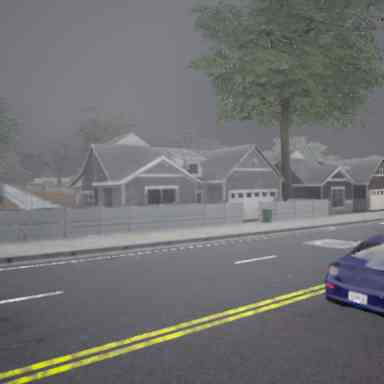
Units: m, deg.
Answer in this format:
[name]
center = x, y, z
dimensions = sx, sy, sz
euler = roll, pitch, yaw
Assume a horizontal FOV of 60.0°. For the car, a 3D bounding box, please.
[car]
center = 4.529, 1.525, 6.671
dimensions = 4.674, 1.442, 1.812
euler = 0, 0, -36
